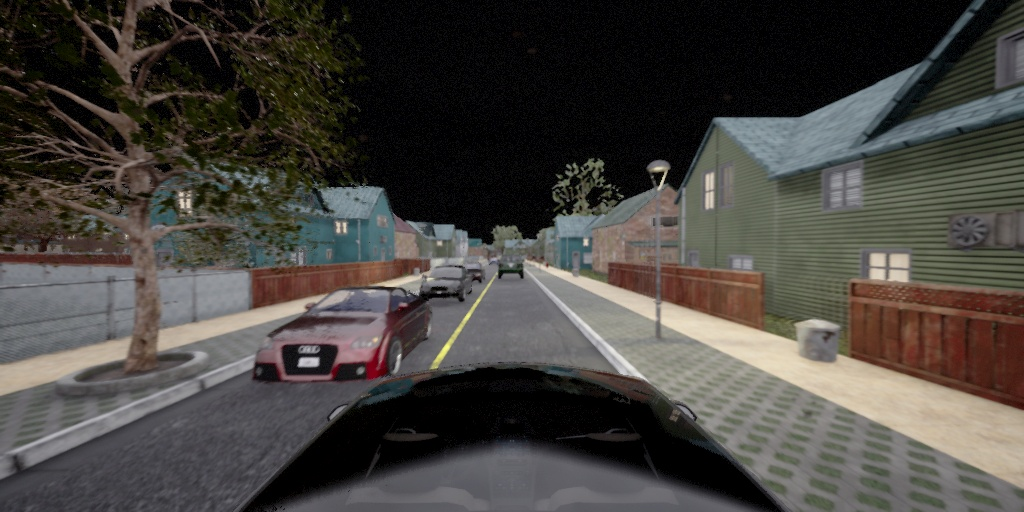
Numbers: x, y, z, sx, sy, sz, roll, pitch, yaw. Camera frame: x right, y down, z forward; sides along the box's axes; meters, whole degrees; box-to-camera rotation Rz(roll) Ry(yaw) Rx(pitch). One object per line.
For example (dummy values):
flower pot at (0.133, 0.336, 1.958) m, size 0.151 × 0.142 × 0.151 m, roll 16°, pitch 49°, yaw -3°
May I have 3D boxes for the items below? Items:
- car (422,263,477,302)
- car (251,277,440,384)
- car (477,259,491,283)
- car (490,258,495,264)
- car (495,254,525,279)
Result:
car at (-2.929, 1.196, 16.776) m, size 1.837 × 1.490 × 4.892 m, roll 0°, pitch 0°, yaw 0°
car at (-2.875, 1.298, 7.035) m, size 1.994 × 1.385 × 4.181 m, roll 0°, pitch 0°, yaw -1°
car at (-2.955, 1.194, 26.857) m, size 2.033 × 1.411 × 5.357 m, roll 0°, pitch 0°, yaw 0°
car at (-3.175, 1.007, 64.945) m, size 1.812 × 1.442 × 4.674 m, roll 0°, pitch 0°, yaw 0°
car at (-0.085, 0.843, 31.251) m, size 2.150 × 2.045 × 5.566 m, roll 0°, pitch 0°, yaw 0°
